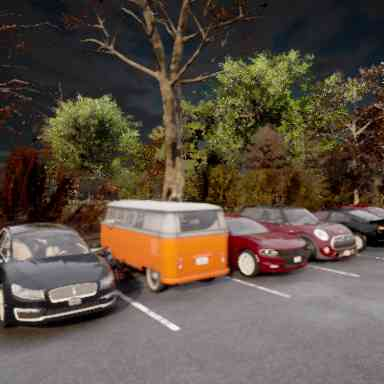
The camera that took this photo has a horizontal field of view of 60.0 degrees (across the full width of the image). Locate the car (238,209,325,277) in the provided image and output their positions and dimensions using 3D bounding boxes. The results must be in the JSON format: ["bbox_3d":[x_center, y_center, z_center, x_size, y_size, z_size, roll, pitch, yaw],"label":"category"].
[{"bbox_3d":[1.224,1.440,10.469,2.097,1.535,5.008,0,0,-36],"label":"car"}]

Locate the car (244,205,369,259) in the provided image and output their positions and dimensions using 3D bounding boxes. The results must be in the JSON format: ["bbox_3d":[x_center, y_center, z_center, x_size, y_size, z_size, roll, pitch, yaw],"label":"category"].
[{"bbox_3d":[3.506,1.298,12.131,2.185,1.767,4.553,0,0,-36],"label":"car"}]

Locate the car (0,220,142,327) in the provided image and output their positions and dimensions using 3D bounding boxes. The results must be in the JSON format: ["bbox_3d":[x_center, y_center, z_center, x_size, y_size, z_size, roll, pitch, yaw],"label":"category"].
[{"bbox_3d":[-3.272,1.473,7.262,2.231,1.521,4.892,0,0,-36],"label":"car"}]

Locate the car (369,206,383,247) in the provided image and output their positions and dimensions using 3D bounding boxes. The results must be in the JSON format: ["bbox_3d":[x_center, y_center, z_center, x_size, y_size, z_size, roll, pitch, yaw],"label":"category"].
[{"bbox_3d":[5.825,1.406,13.743,2.097,1.535,5.008,0,0,-36],"label":"car"}]

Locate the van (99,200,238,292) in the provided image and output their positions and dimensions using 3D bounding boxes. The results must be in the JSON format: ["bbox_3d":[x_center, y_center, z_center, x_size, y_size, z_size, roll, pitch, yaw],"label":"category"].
[{"bbox_3d":[-1.036,1.230,8.991,1.878,1.987,4.442,0,0,-36],"label":"van"}]
